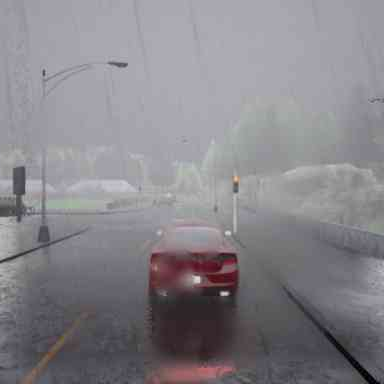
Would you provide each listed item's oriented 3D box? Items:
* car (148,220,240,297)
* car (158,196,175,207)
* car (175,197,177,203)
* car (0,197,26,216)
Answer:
[{"bbox_3d":[0.052,1.471,8.630,1.882,1.535,5.008,0,0,0],"label":"car"},{"bbox_3d":[-4.134,1.522,51.345,1.994,1.385,4.181,0,0,0],"label":"car"},{"bbox_3d":[-4.071,1.508,67.994,1.994,1.385,4.181,0,0,0],"label":"car"},{"bbox_3d":[-18.281,1.326,31.414,4.553,1.767,2.097,0,0,0],"label":"car"}]
